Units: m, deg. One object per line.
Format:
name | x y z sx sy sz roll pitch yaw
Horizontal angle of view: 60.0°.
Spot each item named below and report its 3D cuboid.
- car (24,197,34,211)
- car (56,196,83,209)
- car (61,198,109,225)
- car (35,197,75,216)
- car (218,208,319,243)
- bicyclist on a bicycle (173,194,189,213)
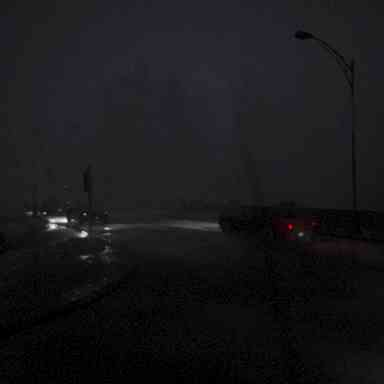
car | -18.843 1.356 39.979 1.882 1.535 5.008 -2 1 -34
car | -15.926 1.331 42.953 2.033 1.411 5.357 -2 1 -34
car | -7.408 1.386 23.234 1.812 1.442 4.674 -2 1 -35
car | -13.076 1.361 31.499 2.128 1.511 4.902 -2 1 -34
car | 3.148 1.355 14.930 1.895 1.301 4.718 -1 1 -30
bicyclist on a bicycle | -0.930 1.014 28.594 1.656 1.620 0.582 -2 1 -34
